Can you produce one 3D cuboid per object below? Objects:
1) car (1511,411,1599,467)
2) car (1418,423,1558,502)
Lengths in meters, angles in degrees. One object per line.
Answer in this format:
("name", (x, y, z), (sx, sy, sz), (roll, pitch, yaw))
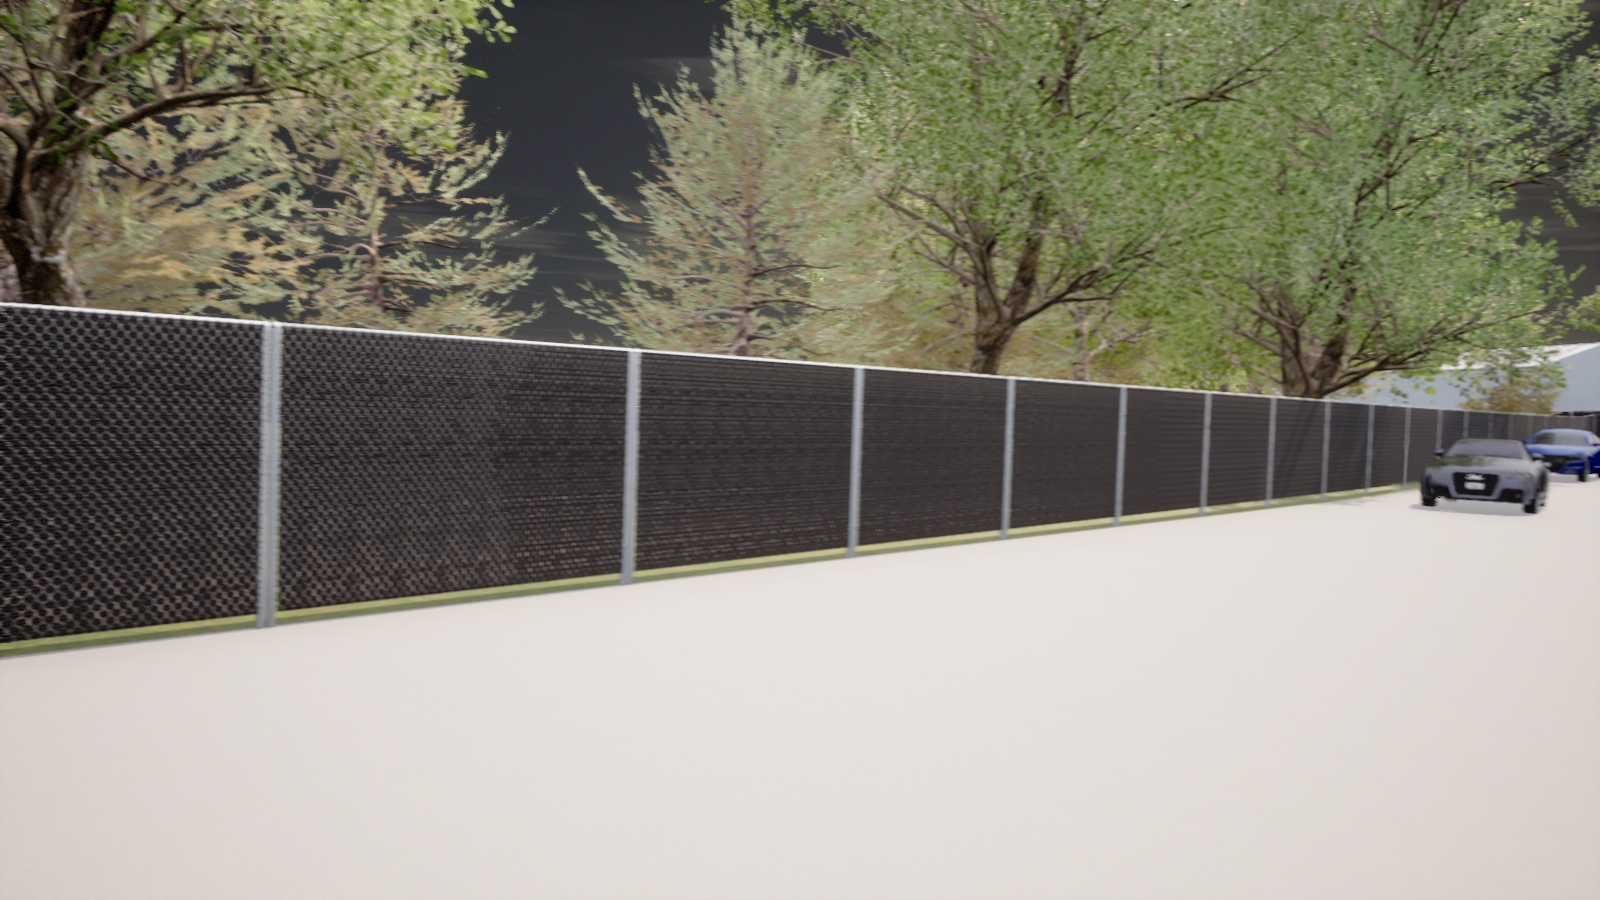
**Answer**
("car", (23.393, -0.390, 38.373), (1.882, 1.535, 5.008), (3, 4, 41))
("car", (13.885, 0.179, 25.217), (1.994, 1.385, 4.181), (2, 3, 35))
